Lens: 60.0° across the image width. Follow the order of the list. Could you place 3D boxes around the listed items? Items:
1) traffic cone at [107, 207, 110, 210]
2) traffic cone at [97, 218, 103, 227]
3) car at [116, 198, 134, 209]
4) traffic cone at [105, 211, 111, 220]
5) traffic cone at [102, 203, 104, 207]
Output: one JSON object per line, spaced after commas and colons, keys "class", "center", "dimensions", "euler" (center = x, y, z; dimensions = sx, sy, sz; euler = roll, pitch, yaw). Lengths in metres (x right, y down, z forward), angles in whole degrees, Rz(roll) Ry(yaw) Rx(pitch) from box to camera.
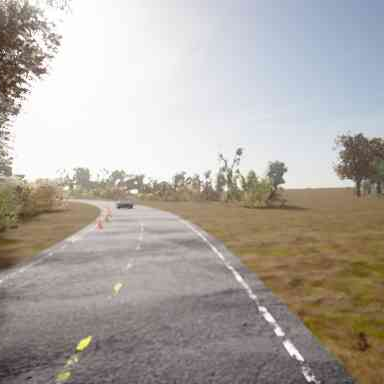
{"class": "traffic cone", "center": [-7.670, 1.905, 30.758], "dimensions": [0.340, 0.580, 0.340], "euler": [0, 0, -13]}
{"class": "traffic cone", "center": [-5.863, 1.921, 21.108], "dimensions": [0.340, 0.580, 0.340], "euler": [0, 0, -9]}
{"class": "car", "center": [-8.915, 1.497, 43.943], "dimensions": [1.994, 1.385, 4.181], "euler": [0, 0, -18]}
{"class": "traffic cone", "center": [-6.686, 1.913, 25.947], "dimensions": [0.340, 0.580, 0.340], "euler": [0, 0, -11]}
{"class": "traffic cone", "center": [-11.578, 1.889, 44.954], "dimensions": [0.340, 0.580, 0.340], "euler": [0, 0, -18]}
